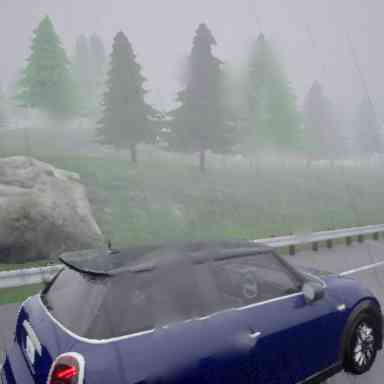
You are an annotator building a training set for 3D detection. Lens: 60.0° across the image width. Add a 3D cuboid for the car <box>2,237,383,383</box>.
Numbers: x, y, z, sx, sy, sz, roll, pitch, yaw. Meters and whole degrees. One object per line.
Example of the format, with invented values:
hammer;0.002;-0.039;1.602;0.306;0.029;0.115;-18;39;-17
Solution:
car;0.356;1.348;4.058;4.553;1.767;2.097;0;0;-36
